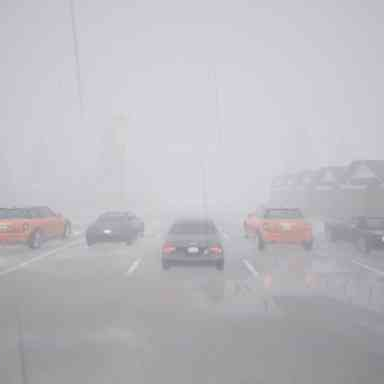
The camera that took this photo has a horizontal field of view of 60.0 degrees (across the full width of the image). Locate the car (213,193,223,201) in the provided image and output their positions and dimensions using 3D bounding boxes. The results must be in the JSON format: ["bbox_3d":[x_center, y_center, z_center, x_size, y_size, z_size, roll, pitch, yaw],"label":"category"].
[{"bbox_3d":[7.010,1.566,86.525,1.994,1.385,4.181,0,0,0],"label":"car"}]

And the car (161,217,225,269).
[{"bbox_3d":[0.047,1.550,11.116,2.033,1.411,5.357,0,0,0],"label":"car"}]

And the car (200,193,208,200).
[{"bbox_3d":[3.511,1.221,95.438,2.097,1.767,4.553,0,0,0],"label":"car"}]

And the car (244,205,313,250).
[{"bbox_3d":[3.572,1.353,14.545,2.097,1.767,4.553,0,0,0],"label":"car"}]

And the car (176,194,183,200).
[{"bbox_3d":[-3.489,1.390,95.469,1.812,1.442,4.674,0,0,0],"label":"car"}]

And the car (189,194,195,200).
[{"bbox_3d":[0.011,1.343,95.468,1.882,1.535,5.008,0,0,0],"label":"car"}]

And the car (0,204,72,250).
[{"bbox_3d":[-6.987,1.354,14.539,2.097,1.767,4.553,0,0,1],"label":"car"}]

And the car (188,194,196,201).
[{"bbox_3d":[0.010,1.544,85.049,2.033,1.411,5.357,0,0,0],"label":"car"}]

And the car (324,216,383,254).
[{"bbox_3d":[7.065,1.603,13.402,1.895,1.301,4.718,0,0,0],"label":"car"}]

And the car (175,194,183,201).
[{"bbox_3d":[-3.490,1.544,85.050,2.033,1.411,5.357,0,0,0],"label":"car"}]

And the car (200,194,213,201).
[{"bbox_3d":[3.510,1.361,85.434,2.097,1.767,4.553,0,0,0],"label":"car"}]

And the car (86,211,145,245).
[{"bbox_3d":[-3.425,1.567,15.471,1.994,1.385,4.181,0,0,0],"label":"car"}]
